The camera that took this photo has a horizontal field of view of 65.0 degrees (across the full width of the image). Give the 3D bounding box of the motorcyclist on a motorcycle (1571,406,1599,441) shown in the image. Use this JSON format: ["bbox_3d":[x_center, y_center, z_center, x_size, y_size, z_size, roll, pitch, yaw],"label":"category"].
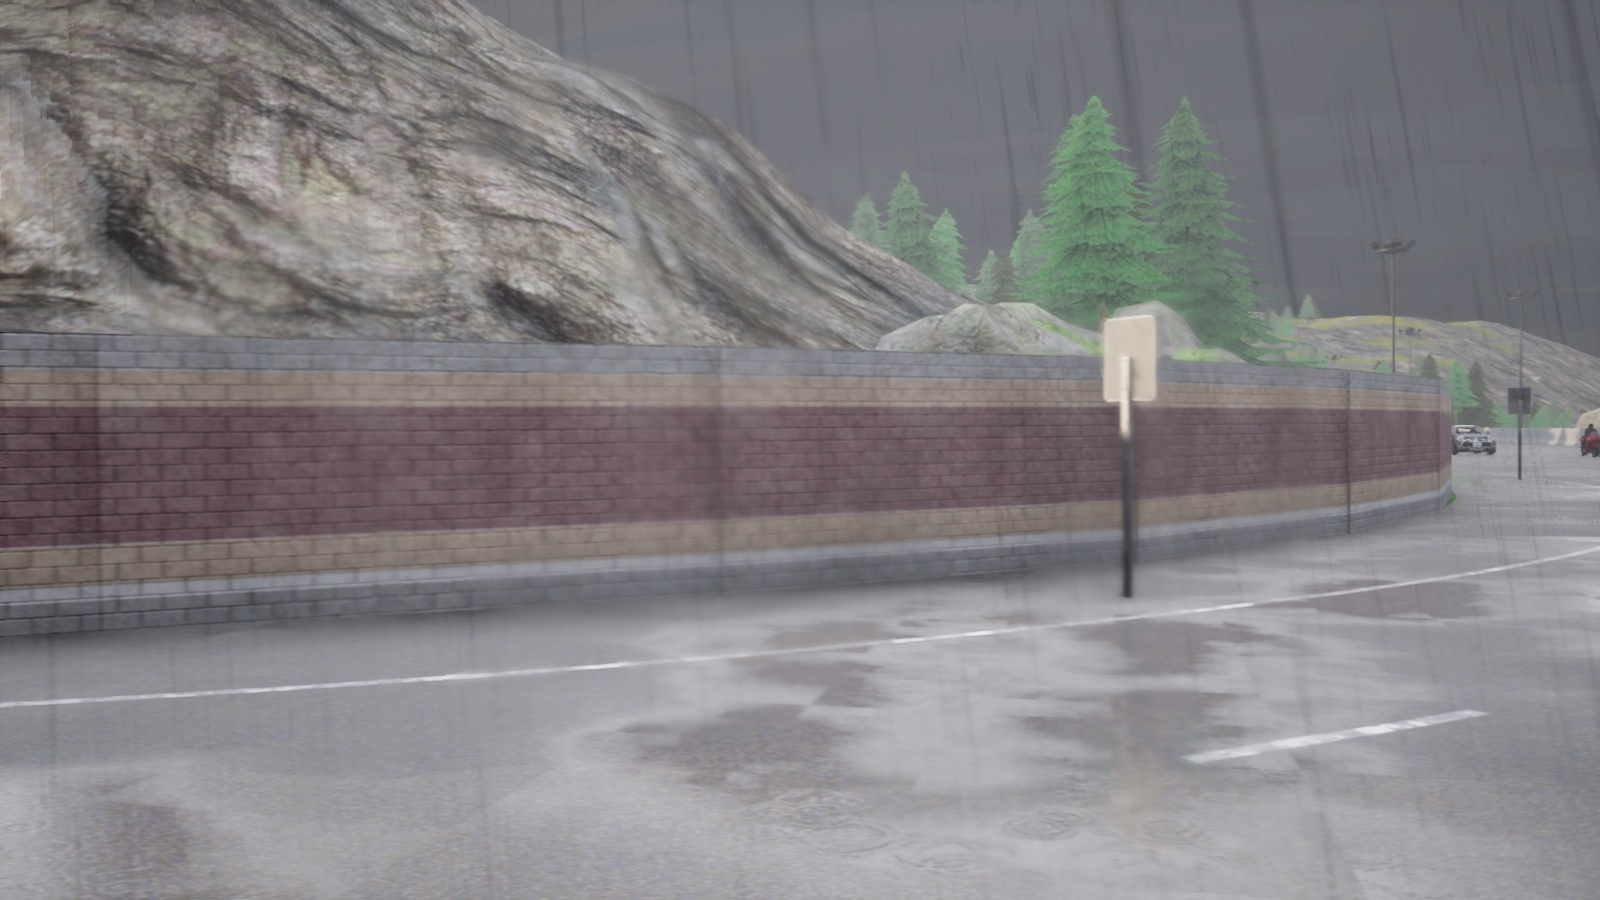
[{"bbox_3d":[35.058,-1.183,55.772,0.797,1.523,2.044,-1,1,15],"label":"motorcyclist on a motorcycle"}]

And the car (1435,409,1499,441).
[{"bbox_3d":[33.226,-1.262,62.629,1.970,1.475,3.806,-1,1,15],"label":"car"}]
